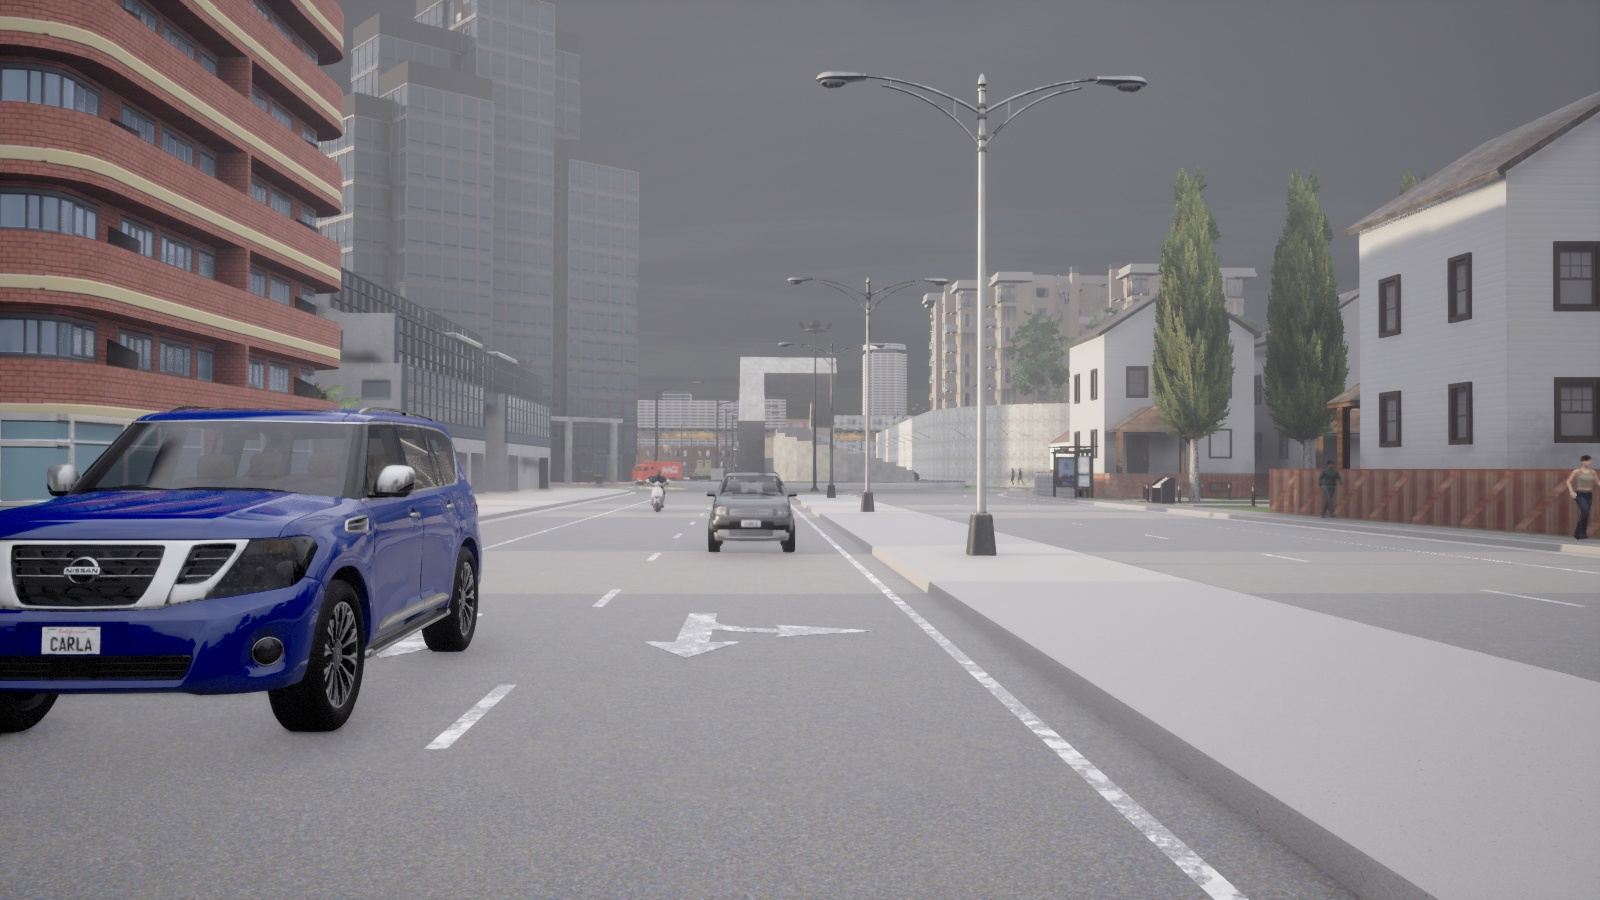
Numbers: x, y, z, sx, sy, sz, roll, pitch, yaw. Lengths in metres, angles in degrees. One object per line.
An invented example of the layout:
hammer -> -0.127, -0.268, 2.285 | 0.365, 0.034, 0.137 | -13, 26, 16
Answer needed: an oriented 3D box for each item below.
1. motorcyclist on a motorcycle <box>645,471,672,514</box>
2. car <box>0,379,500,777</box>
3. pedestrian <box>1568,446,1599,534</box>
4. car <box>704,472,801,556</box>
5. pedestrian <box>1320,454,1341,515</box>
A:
motorcyclist on a motorcycle -> -5.284, 1.575, 46.904 | 0.866, 1.590, 1.817 | 0, -1, -2
car -> -3.854, 0.704, 9.265 | 2.150, 2.045, 5.566 | 0, -1, -2
pedestrian -> 16.644, 0.849, 26.604 | 0.345, 1.836, 0.594 | 0, -1, -1
car -> -0.952, 1.217, 25.080 | 1.789, 1.549, 3.705 | 0, -1, -2
pedestrian -> 16.286, 1.050, 38.545 | 0.353, 1.847, 0.614 | 0, -1, -2
